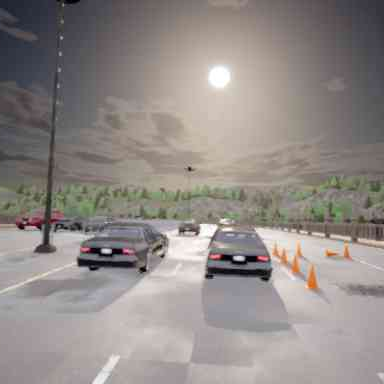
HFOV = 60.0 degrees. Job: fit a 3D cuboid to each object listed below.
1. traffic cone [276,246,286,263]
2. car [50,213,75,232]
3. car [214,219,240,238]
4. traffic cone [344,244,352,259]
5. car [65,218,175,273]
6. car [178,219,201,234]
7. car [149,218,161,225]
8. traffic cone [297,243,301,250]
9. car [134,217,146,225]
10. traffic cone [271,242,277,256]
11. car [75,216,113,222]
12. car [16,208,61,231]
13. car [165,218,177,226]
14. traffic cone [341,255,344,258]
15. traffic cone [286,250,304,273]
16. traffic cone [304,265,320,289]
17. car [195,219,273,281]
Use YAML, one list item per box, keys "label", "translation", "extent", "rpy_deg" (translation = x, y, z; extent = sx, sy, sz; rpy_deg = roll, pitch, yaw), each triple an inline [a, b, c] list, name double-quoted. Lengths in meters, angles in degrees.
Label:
- label: "traffic cone"
  translation: [3.479, 2.367, 12.599]
  extent: [0.340, 0.580, 0.340]
  rpy_deg: [1, -3, 5]
- label: "car"
  translation: [-11.085, 2.896, 30.211]
  extent: [1.994, 1.385, 4.181]
  rpy_deg: [1, -5, 5]
- label: "car"
  translation: [3.184, 3.264, 30.353]
  extent: [2.128, 1.511, 4.902]
  rpy_deg: [1, -5, 5]
- label: "traffic cone"
  translation: [6.643, 2.553, 14.307]
  extent: [0.340, 0.580, 0.340]
  rpy_deg: [1, -4, 5]
- label: "car"
  translation: [-2.054, 1.752, 11.393]
  extent: [2.033, 1.411, 5.357]
  rpy_deg: [1, -3, 6]
- label: "car"
  translation: [-0.184, 3.329, 31.938]
  extent: [1.812, 1.442, 4.674]
  rpy_deg: [1, -5, 5]
- label: "car"
  translation: [-7.768, 6.229, 70.365]
  extent: [1.882, 1.535, 5.008]
  rpy_deg: [2, -5, 1]
- label: "traffic cone"
  translation: [4.655, 2.508, 14.494]
  extent: [0.340, 0.580, 0.340]
  rpy_deg: [1, -4, 6]
- label: "car"
  translation: [-11.293, 6.318, 72.367]
  extent: [1.882, 1.535, 5.008]
  rpy_deg: [2, -5, 1]
- label: "traffic cone"
  translation: [3.660, 2.486, 14.587]
  extent: [0.340, 0.580, 0.340]
  rpy_deg: [1, -4, 5]
- label: "car"
  translation: [-7.753, 2.769, 28.201]
  extent: [1.837, 1.490, 4.892]
  rpy_deg: [1, -5, 5]
- label: "car"
  translation: [-14.430, 2.598, 31.973]
  extent: [2.150, 2.045, 5.566]
  rpy_deg: [1, -5, 5]
- label: "car"
  translation: [-4.257, 6.254, 68.462]
  extent: [2.128, 1.511, 4.902]
  rpy_deg: [2, -5, 1]
- label: "traffic cone"
  translation: [6.107, 2.658, 14.344]
  extent: [0.580, 0.340, 0.340]
  rpy_deg: [1, -4, 6]
- label: "traffic cone"
  translation: [3.296, 2.265, 10.610]
  extent: [0.340, 0.580, 0.340]
  rpy_deg: [1, -3, 5]
- label: "traffic cone"
  translation: [3.113, 2.180, 8.617]
  extent: [0.340, 0.580, 0.340]
  rpy_deg: [1, -2, 5]
- label: "car"
  translation: [1.395, 1.815, 10.747]
  extent: [2.033, 1.411, 5.357]
  rpy_deg: [1, -3, 5]
